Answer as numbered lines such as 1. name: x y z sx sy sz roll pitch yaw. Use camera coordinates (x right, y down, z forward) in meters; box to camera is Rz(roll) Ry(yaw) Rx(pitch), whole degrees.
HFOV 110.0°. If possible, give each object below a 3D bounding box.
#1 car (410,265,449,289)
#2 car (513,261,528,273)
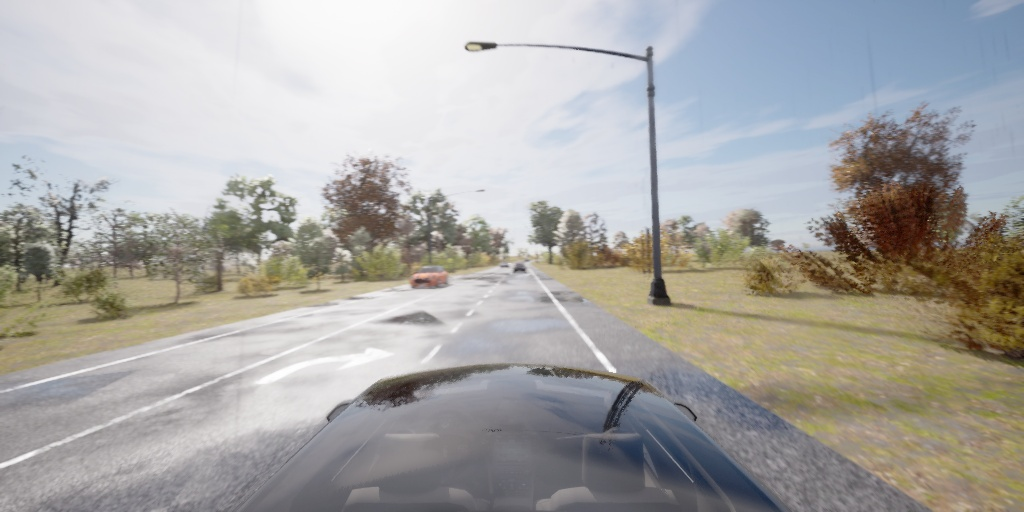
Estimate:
1. car: -6.443 1.562 28.307 2.097 1.767 4.553 -2 -1 2
2. car: 1.111 1.753 51.995 1.895 1.301 4.718 -2 0 1
